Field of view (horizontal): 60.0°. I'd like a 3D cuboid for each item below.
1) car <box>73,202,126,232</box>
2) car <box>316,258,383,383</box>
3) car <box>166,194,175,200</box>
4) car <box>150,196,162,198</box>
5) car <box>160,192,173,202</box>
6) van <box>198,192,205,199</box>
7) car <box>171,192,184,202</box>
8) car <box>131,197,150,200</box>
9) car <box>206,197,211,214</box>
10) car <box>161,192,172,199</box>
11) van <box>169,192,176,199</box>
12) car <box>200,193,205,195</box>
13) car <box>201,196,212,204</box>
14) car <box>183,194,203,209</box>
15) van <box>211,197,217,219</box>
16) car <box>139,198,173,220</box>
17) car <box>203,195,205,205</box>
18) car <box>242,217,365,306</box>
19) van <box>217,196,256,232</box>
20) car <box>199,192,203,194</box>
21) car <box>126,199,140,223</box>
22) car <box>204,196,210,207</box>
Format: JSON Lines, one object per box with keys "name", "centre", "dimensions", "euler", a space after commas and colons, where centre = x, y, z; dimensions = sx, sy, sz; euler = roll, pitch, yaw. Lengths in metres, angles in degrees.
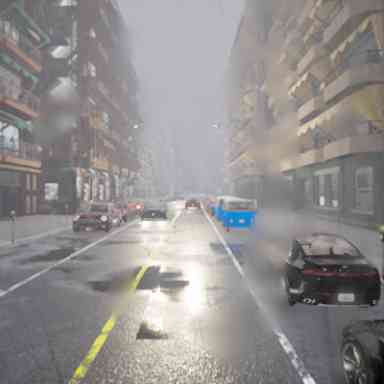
{"name": "car", "centre": [-5.308, 1.358, 19.039], "dimensions": [1.967, 1.590, 4.097], "euler": [1, 0, 0]}
{"name": "car", "centre": [2.574, 1.556, 2.058], "dimensions": [1.947, 1.339, 4.313], "euler": [1, 0, 0]}
{"name": "car", "centre": [-5.299, 1.247, 81.418], "dimensions": [1.802, 1.307, 4.206], "euler": [1, 0, 0]}
{"name": "car", "centre": [-5.314, 1.373, 41.722], "dimensions": [2.008, 1.369, 4.403], "euler": [1, 0, 0]}
{"name": "car", "centre": [-5.324, 1.024, 70.075], "dimensions": [2.192, 1.841, 5.009], "euler": [1, 0, 0]}
{"name": "van", "centre": [2.560, 0.964, 92.789], "dimensions": [1.690, 1.788, 3.998], "euler": [1, 0, 0]}
{"name": "car", "centre": [-2.764, 0.938, 67.806], "dimensions": [2.150, 2.045, 5.566], "euler": [0, 0, 0]}
{"name": "car", "centre": [-5.310, 1.310, 30.380], "dimensions": [1.967, 1.590, 4.097], "euler": [1, 0, 0]}
{"name": "car", "centre": [2.569, 1.435, 30.412], "dimensions": [1.947, 1.339, 4.313], "euler": [1, 0, 0]}
{"name": "car", "centre": [-5.323, 1.257, 64.235], "dimensions": [1.752, 1.417, 4.829], "euler": [1, 0, 0]}
{"name": "van", "centre": [-5.287, 0.964, 92.759], "dimensions": [1.690, 1.788, 3.998], "euler": [1, 0, 0]}
{"name": "car", "centre": [2.565, 1.300, 53.264], "dimensions": [1.752, 1.417, 4.829], "euler": [1, 0, 0]}
{"name": "car", "centre": [2.563, 1.335, 58.766], "dimensions": [1.802, 1.307, 4.206], "euler": [1, 0, 0]}
{"name": "car", "centre": [0.091, 1.349, 41.436], "dimensions": [1.812, 1.442, 4.674], "euler": [0, 0, 0]}
{"name": "van", "centre": [2.572, 1.234, 24.740], "dimensions": [1.690, 1.788, 3.998], "euler": [1, 0, 0]}
{"name": "car", "centre": [-2.853, 1.450, 26.399], "dimensions": [1.994, 1.385, 4.181], "euler": [0, 0, 0]}
{"name": "car", "centre": [2.567, 1.347, 41.923], "dimensions": [1.752, 1.417, 4.829], "euler": [1, 0, 0]}
{"name": "car", "centre": [2.573, 1.517, 7.729], "dimensions": [2.008, 1.369, 4.403], "euler": [1, 0, 0]}
{"name": "van", "centre": [2.573, 1.258, 19.070], "dimensions": [1.690, 1.788, 3.998], "euler": [1, 0, 0]}
{"name": "car", "centre": [2.560, 1.216, 81.448], "dimensions": [2.008, 1.369, 4.403], "euler": [1, 0, 0]}
{"name": "car", "centre": [-5.311, 1.475, 24.710], "dimensions": [1.802, 1.307, 4.206], "euler": [1, 0, 0]}
{"name": "car", "centre": [2.568, 1.390, 36.082], "dimensions": [1.887, 1.381, 4.507], "euler": [1, 0, 0]}
